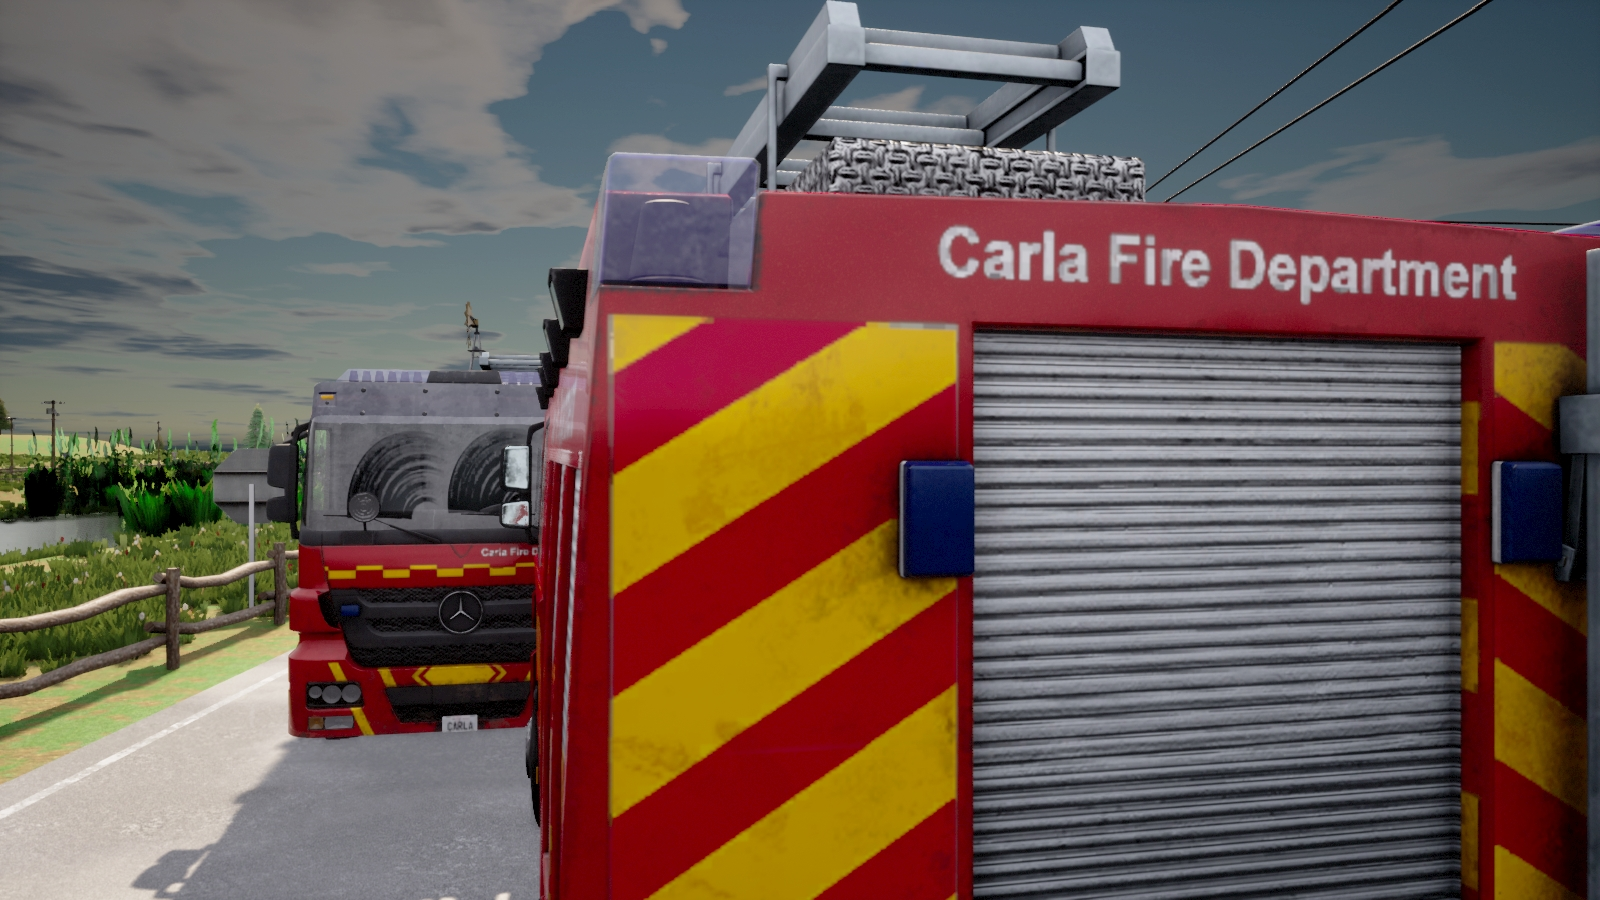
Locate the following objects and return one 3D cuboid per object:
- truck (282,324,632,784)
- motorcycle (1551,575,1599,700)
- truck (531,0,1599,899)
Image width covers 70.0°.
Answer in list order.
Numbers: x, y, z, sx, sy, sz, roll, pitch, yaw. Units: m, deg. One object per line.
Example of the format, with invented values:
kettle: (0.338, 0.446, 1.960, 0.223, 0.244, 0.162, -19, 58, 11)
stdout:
truck: (-3.885, 0.862, 13.969, 2.891, 3.827, 8.468, 0, 0, -13)
motorcycle: (9.814, 2.142, 13.180, 1.805, 1.316, 0.856, 0, 0, -7)
truck: (-0.122, 0.866, 6.873, 2.891, 3.827, 8.468, 0, 0, -13)
